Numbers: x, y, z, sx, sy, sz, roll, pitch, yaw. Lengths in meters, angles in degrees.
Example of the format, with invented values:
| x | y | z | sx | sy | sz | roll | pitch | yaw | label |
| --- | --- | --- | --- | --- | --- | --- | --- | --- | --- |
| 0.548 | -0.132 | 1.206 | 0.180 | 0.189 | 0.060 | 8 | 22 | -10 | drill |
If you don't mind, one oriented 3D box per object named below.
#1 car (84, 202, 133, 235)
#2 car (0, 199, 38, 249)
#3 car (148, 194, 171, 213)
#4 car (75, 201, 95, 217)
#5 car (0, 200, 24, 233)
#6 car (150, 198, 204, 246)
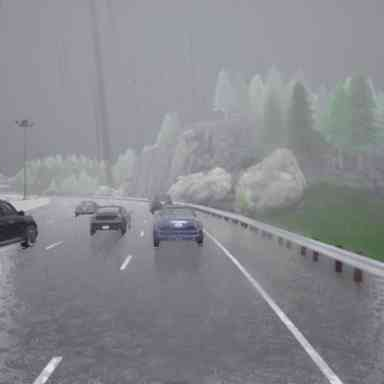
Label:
| x | y | z | sx | sy | sz | roll | pitch | yaw | label |
| --- | --- | --- | --- | --- | --- | --- | --- | --- | --- |
| -4.554 | 1.511 | 19.003 | 1.837 | 1.490 | 4.892 | 0 | 0 | -6 | car |
| -7.392 | 1.234 | 11.538 | 2.150 | 2.045 | 5.566 | 0 | 0 | -4 | car |
| -3.291 | 1.222 | 34.742 | 2.150 | 2.045 | 5.566 | 0 | 0 | -11 | car |
| -9.782 | 1.562 | 31.418 | 2.033 | 1.411 | 5.357 | 0 | 0 | -10 | car |
| -11.595 | 1.372 | 19.029 | 2.097 | 1.767 | 4.553 | 0 | 0 | -6 | car |
| -0.709 | 1.351 | 15.504 | 2.097 | 1.767 | 4.553 | 0 | 0 | -4 | car |
